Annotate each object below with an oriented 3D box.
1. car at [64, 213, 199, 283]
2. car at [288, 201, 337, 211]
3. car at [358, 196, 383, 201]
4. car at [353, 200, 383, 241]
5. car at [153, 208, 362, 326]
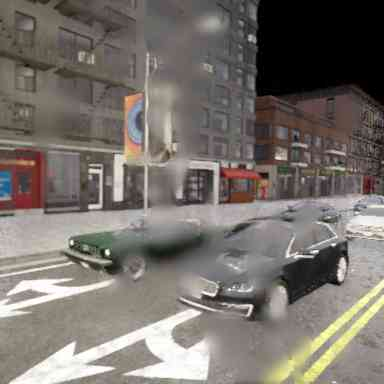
[{"bbox_3d":[-0.855,1.276,8.920,1.895,1.301,4.718,3,2,42],"label":"car"},{"bbox_3d":[5.808,1.171,16.357,1.994,1.385,4.181,3,2,42],"label":"car"},{"bbox_3d":[13.828,1.065,25.284,1.812,1.442,4.674,3,2,42],"label":"car"},{"bbox_3d":[8.037,1.262,13.980,1.812,1.442,4.674,3,2,42],"label":"car"},{"bbox_3d":[1.715,1.307,6.904,1.837,1.490,4.892,3,3,43],"label":"car"}]
